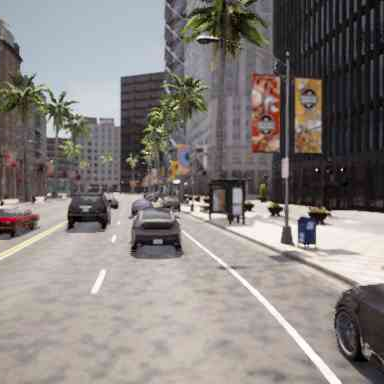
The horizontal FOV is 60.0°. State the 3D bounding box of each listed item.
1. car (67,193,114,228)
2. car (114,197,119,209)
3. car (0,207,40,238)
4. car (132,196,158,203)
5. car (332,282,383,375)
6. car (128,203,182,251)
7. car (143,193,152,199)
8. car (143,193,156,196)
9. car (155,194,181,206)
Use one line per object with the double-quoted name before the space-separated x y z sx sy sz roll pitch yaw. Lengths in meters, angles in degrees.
"car" -6.283 1.055 20.759 2.150 2.045 5.566 0 0 -10
"car" -9.896 1.254 40.122 1.994 1.385 4.181 0 0 -11
"car" -9.242 1.449 16.736 1.895 1.301 4.718 0 0 -10
"car" -4.477 1.343 30.149 1.994 1.385 4.181 0 0 -11
"car" 2.993 1.517 2.924 1.812 1.442 4.674 0 0 -2
"car" -1.525 1.406 13.646 1.837 1.490 4.892 0 0 -9
"car" -11.452 0.894 85.474 2.161 1.482 4.786 0 0 -11
"car" -7.723 0.895 63.861 2.185 1.767 4.553 0 0 -11
"car" -2.335 1.237 34.986 2.231 1.521 4.892 0 0 -11
